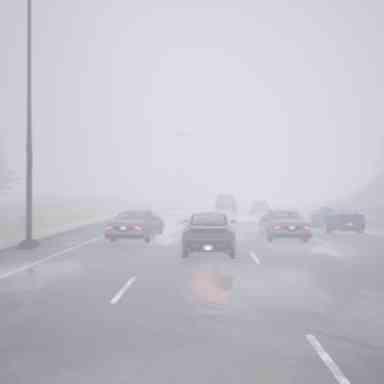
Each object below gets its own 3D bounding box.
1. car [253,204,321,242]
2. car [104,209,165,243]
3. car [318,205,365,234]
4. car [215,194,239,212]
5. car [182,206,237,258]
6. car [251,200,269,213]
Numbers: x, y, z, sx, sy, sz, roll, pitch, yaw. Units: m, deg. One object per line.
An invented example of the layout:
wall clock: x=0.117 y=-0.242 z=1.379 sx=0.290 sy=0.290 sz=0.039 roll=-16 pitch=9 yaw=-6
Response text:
car: x=4.446 y=1.554 z=16.502 sx=2.033 sy=1.411 sz=5.357 roll=0 pitch=0 yaw=5
car: x=-2.598 y=1.542 z=16.202 sx=2.033 sy=1.411 sz=5.357 roll=0 pitch=0 yaw=5
car: x=8.298 y=1.490 z=19.371 sx=1.882 sy=1.535 sz=5.008 roll=0 pitch=0 yaw=6
car: x=3.795 y=1.225 z=36.093 sx=2.150 sy=2.045 sz=5.566 roll=0 pitch=0 yaw=11
car: x=0.673 y=1.505 z=12.906 sx=1.837 sy=1.490 sz=4.892 roll=0 pitch=0 yaw=4
car: x=7.664 y=1.574 z=37.386 sx=1.994 sy=1.385 sz=4.181 roll=0 pitch=0 yaw=12
